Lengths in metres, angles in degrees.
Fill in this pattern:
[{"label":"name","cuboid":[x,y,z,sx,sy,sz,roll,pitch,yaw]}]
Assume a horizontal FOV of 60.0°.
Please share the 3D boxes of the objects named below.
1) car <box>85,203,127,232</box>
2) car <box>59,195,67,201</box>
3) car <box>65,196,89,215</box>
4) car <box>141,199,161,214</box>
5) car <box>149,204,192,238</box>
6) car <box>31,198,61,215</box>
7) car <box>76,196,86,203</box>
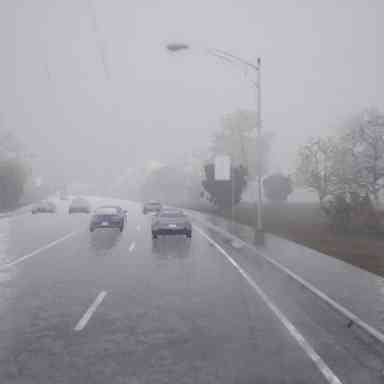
[{"label":"car","cuboid":[-4.983,1.537,20.150,1.812,1.442,4.674,0,0,-8]},{"label":"car","cuboid":[-28.668,1.437,74.346,1.837,1.490,4.892,0,0,-21]},{"label":"car","cuboid":[-11.432,1.498,34.019,1.882,1.535,5.008,0,0,-14]},{"label":"car","cuboid":[-4.271,1.504,34.946,2.128,1.511,4.902,0,0,-13]},{"label":"car","cuboid":[-1.162,1.569,17.702,1.994,1.385,4.181,0,0,-7]},{"label":"car","cuboid":[-15.052,1.588,34.062,1.994,1.385,4.181,0,0,-14]},{"label":"car","cuboid":[-24.290,1.620,72.739,1.895,1.301,4.718,0,0,-21]}]
